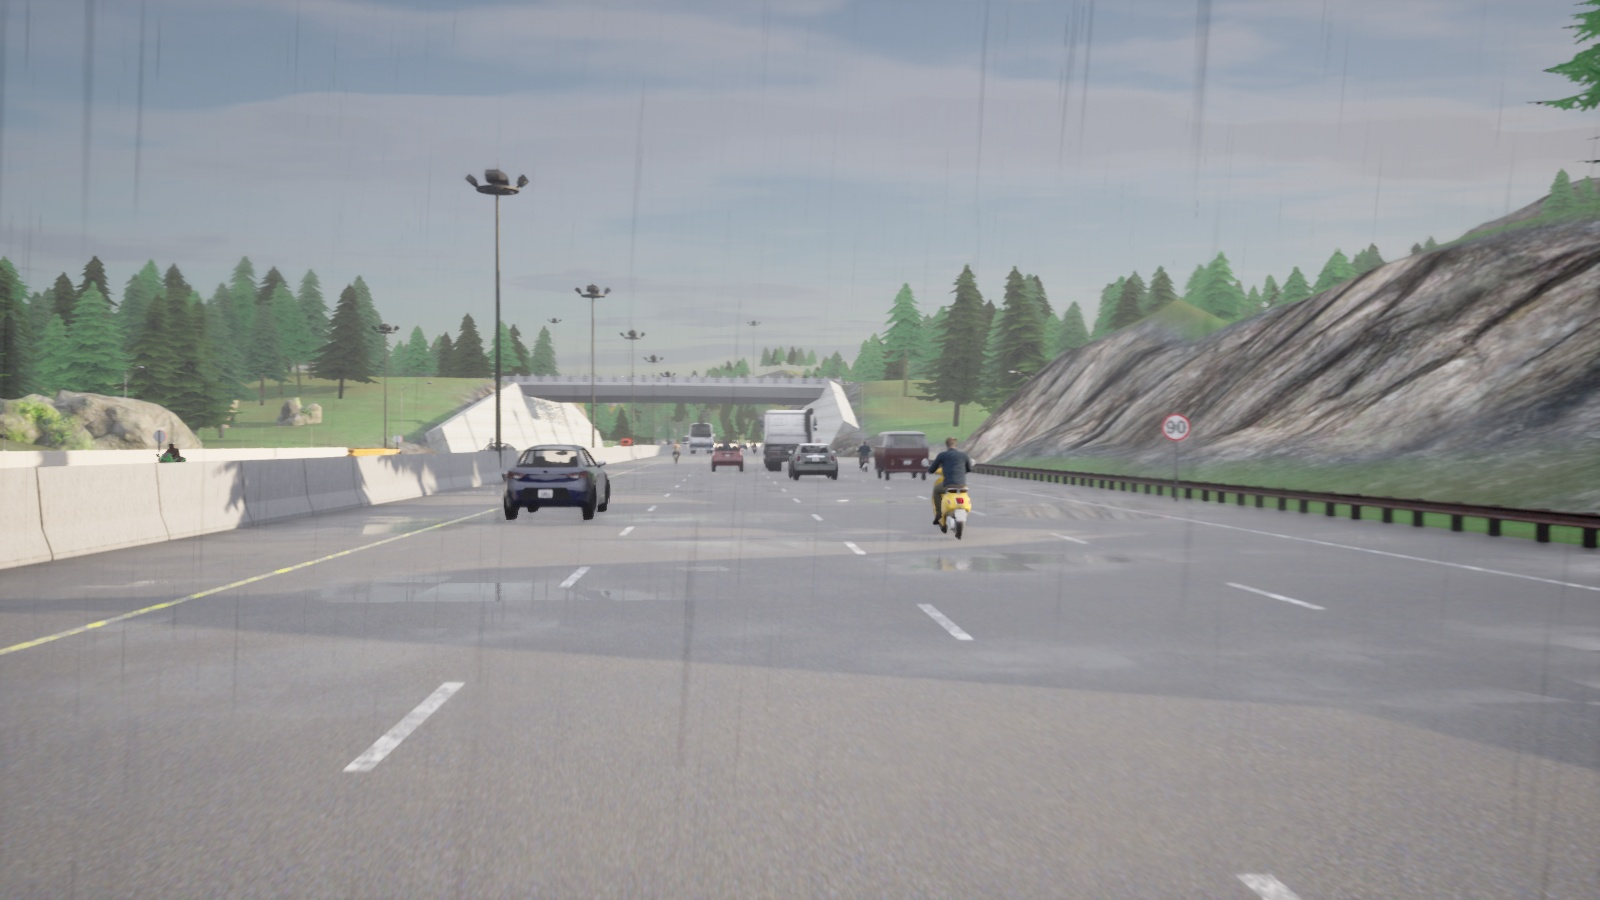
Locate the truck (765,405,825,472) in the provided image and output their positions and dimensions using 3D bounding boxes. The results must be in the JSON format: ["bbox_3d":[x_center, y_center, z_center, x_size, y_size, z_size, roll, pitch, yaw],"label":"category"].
[{"bbox_3d":[-0.373,-0.627,69.267,2.891,3.462,7.936,0,0,-3],"label":"truck"}]

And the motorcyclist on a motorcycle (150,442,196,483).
[{"bbox_3d":[-23.673,0.452,47.464,0.797,1.523,2.044,0,0,-3],"label":"motorcyclist on a motorcycle"}]

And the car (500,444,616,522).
[{"bbox_3d":[-4.926,0.611,26.035,1.816,1.474,4.193,0,0,-3],"label":"car"}]

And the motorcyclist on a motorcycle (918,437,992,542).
[{"bbox_3d":[2.432,0.588,19.930,0.866,1.590,1.817,0,0,-3],"label":"motorcyclist on a motorcycle"}]

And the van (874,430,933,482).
[{"bbox_3d":[4.168,0.214,51.051,1.775,1.987,4.442,0,1,-3],"label":"van"}]

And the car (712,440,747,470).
[{"bbox_3d":[-3.813,0.258,68.114,1.851,1.617,3.988,0,0,-3],"label":"car"}]

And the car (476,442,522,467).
[{"bbox_3d":[-18.318,0.253,76.600,2.007,1.525,4.514,0,0,-3],"label":"car"}]

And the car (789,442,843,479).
[{"bbox_3d":[0.609,0.418,51.993,1.970,1.475,3.806,0,0,-3],"label":"car"}]
